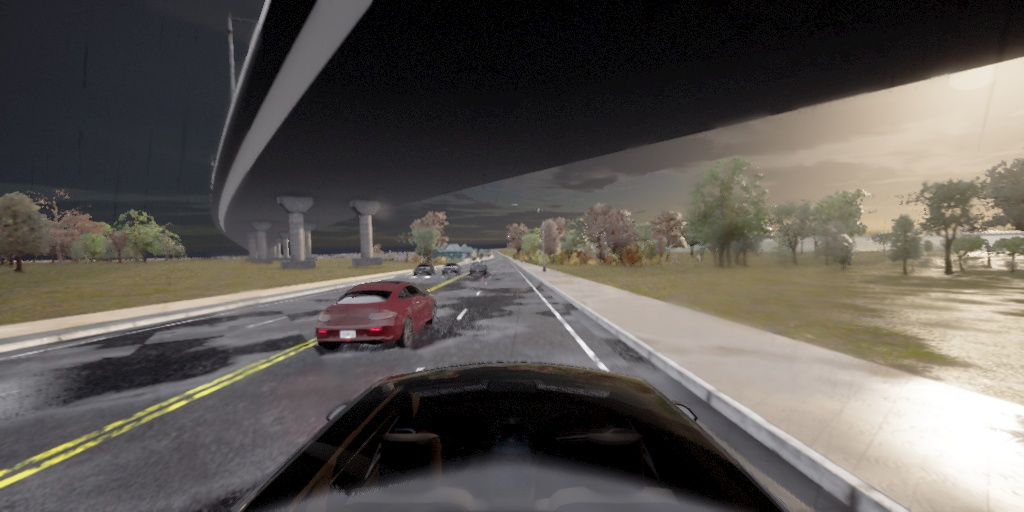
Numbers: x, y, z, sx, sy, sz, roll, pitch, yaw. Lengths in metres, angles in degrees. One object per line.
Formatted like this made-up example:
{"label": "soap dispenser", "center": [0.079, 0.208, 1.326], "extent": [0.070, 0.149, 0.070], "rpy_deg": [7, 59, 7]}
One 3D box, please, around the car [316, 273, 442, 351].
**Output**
{"label": "car", "center": [-3.242, 1.369, 9.314], "extent": [1.812, 1.442, 4.674], "rpy_deg": [-2, 0, -1]}

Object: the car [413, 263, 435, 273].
{"label": "car", "center": [-10.408, 1.594, 42.807], "extent": [1.812, 1.442, 4.674], "rpy_deg": [-2, 0, -1]}

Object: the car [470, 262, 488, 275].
{"label": "car", "center": [-3.759, 1.377, 41.066], "extent": [2.128, 1.511, 4.902], "rpy_deg": [-2, 0, -1]}

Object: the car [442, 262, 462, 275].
{"label": "car", "center": [-7.160, 1.505, 42.864], "extent": [1.812, 1.442, 4.674], "rpy_deg": [-2, 0, -1]}
